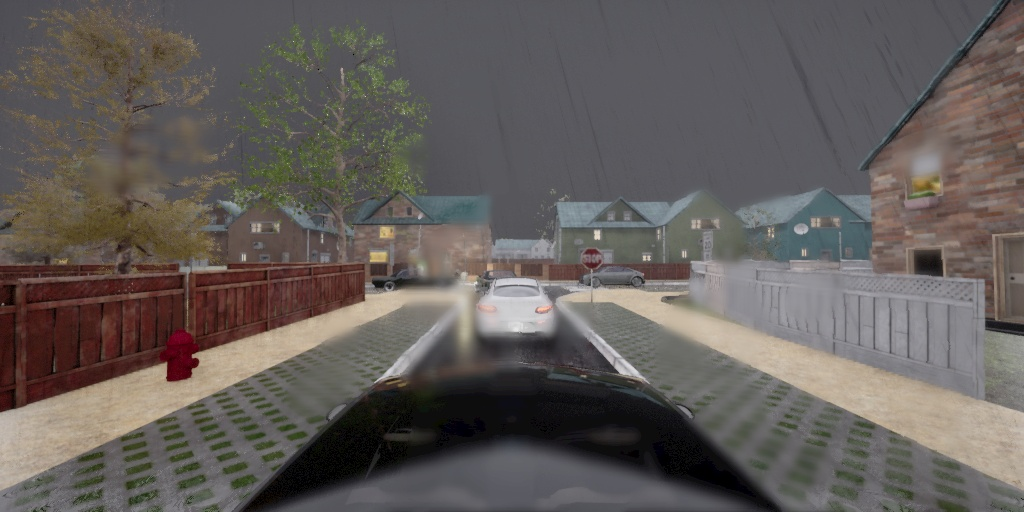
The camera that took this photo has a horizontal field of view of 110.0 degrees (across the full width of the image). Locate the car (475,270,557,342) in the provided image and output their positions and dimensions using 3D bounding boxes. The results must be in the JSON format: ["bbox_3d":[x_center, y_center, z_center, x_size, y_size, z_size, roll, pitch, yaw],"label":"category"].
[{"bbox_3d":[0.103,1.279,9.694,1.812,1.442,4.674,0,0,0],"label":"car"}]

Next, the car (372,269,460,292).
[{"bbox_3d":[-5.482,1.416,20.897,4.718,1.301,1.895,-1,-1,1],"label":"car"}]

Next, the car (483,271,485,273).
[{"bbox_3d":[-0.756,1.366,18.512,1.895,1.301,4.718,0,-1,-12],"label":"car"}]

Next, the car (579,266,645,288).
[{"bbox_3d":[6.539,1.344,23.688,4.181,1.385,1.994,0,-1,1],"label":"car"}]

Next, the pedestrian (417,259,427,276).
[{"bbox_3d":[-6.701,1.118,26.783,0.375,1.860,0.375,0,-1,1],"label":"pedestrian"}]
